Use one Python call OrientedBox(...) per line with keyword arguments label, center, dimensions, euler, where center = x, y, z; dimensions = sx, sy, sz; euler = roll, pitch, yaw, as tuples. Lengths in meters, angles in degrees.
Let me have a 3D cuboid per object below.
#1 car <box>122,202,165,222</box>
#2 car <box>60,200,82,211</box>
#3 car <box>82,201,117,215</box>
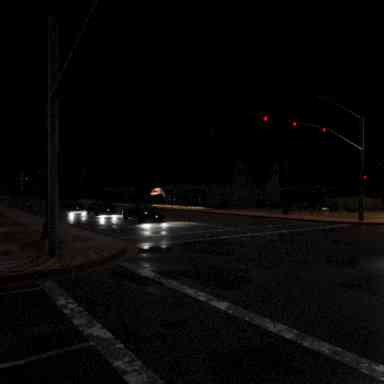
OrientedBox(label="car", center=(-3.950, 1.526, 26.246), dimensions=(1.812, 1.442, 4.674), euler=(0, 0, -36))
OrientedBox(label="car", center=(-15.029, 1.601, 41.763), dimensions=(1.895, 1.301, 4.718), euler=(0, 0, -35))
OrientedBox(label="car", center=(-9.185, 1.564, 33.559), dimensions=(1.994, 1.385, 4.181), euler=(0, 0, -35))
